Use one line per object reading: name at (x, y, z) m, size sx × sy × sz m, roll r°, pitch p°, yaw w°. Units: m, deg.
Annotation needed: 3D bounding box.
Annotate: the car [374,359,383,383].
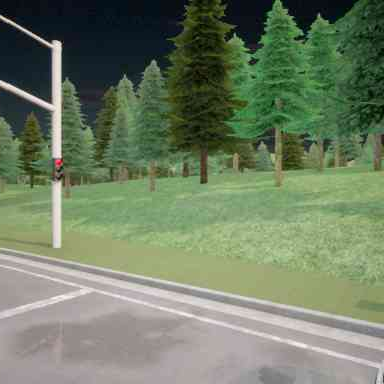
car at (3.388, 1.352, 1.571) m, size 4.553 × 1.767 × 2.097 m, roll 0°, pitch 0°, yaw 36°
